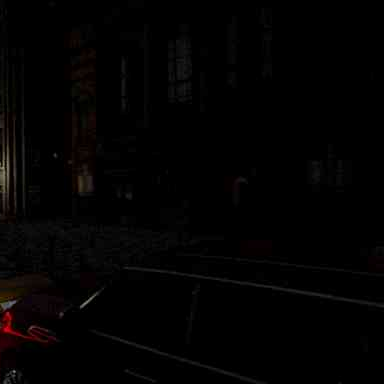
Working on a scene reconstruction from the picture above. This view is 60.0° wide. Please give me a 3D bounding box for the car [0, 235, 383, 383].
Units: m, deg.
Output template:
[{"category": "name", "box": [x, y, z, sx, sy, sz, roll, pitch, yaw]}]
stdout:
[{"category": "car", "box": [0.322, 1.322, 2.759, 5.009, 1.841, 2.192, -1, 0, 36]}]
